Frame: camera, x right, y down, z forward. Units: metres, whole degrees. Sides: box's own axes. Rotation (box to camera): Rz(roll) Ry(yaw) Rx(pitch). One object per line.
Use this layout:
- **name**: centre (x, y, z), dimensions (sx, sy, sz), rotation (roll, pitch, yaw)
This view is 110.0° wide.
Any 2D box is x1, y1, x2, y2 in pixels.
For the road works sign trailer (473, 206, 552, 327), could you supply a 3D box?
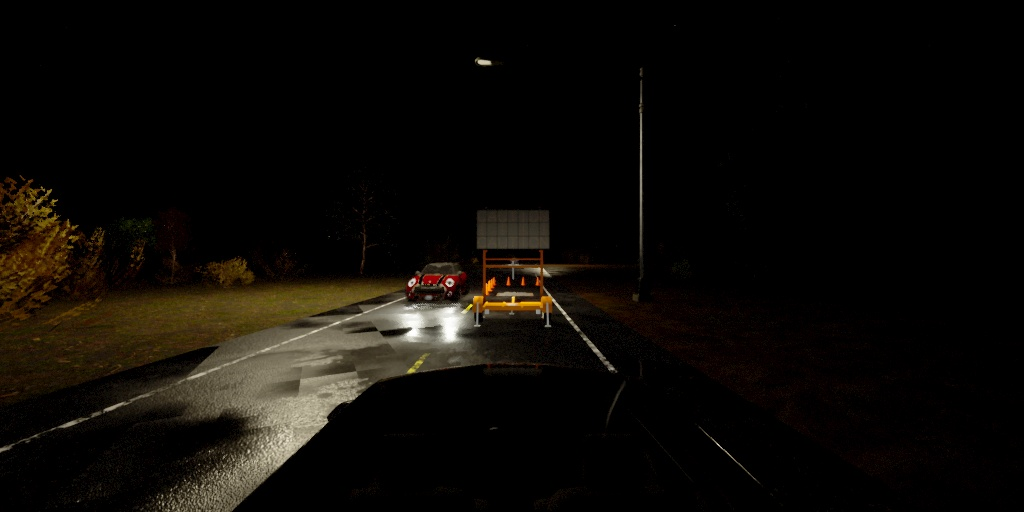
- **road works sign trailer**: centre (0.038, 0.214, 11.533), dimensions (2.380, 3.560, 2.880), rotation (0, 0, 1)

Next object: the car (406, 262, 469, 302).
- **car**: centre (-3.337, 1.101, 16.793), dimensions (2.097, 1.767, 4.553), rotation (0, 0, 1)
